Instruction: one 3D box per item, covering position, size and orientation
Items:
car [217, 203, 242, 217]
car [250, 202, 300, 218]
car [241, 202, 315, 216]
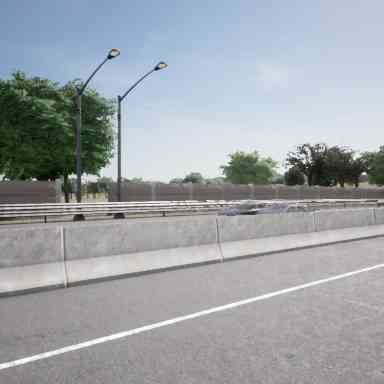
[{"bbox_3d":[3.999,1.505,24.062,4.892,1.490,1.837,0,0,-36],"label":"car"},{"bbox_3d":[7.798,1.618,31.072,4.718,1.301,1.895,0,0,-36],"label":"car"},{"bbox_3d":[5.819,1.492,21.061,4.902,1.511,2.128,0,0,-36],"label":"car"}]
